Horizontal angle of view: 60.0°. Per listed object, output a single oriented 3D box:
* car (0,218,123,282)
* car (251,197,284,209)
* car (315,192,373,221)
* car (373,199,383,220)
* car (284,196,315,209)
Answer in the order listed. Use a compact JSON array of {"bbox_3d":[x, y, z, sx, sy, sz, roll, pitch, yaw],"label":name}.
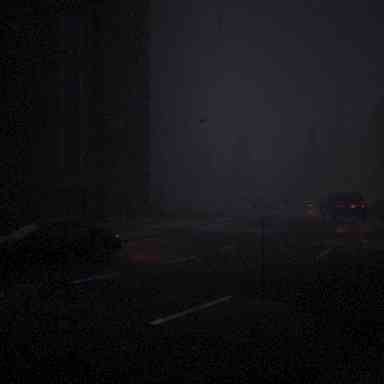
[{"bbox_3d":[-4.337,1.548,9.916,4.674,1.442,1.812,-1,0,-42],"label":"car"},{"bbox_3d":[9.135,1.362,41.778,1.994,1.385,4.181,-1,0,-21],"label":"car"},{"bbox_3d":[11.239,1.044,25.047,2.150,2.045,5.566,-1,1,9],"label":"car"},{"bbox_3d":[14.668,1.274,25.190,2.128,1.511,4.902,-1,0,8],"label":"car"},{"bbox_3d":[13.113,1.265,40.839,1.837,1.490,4.892,0,1,-16],"label":"car"}]
